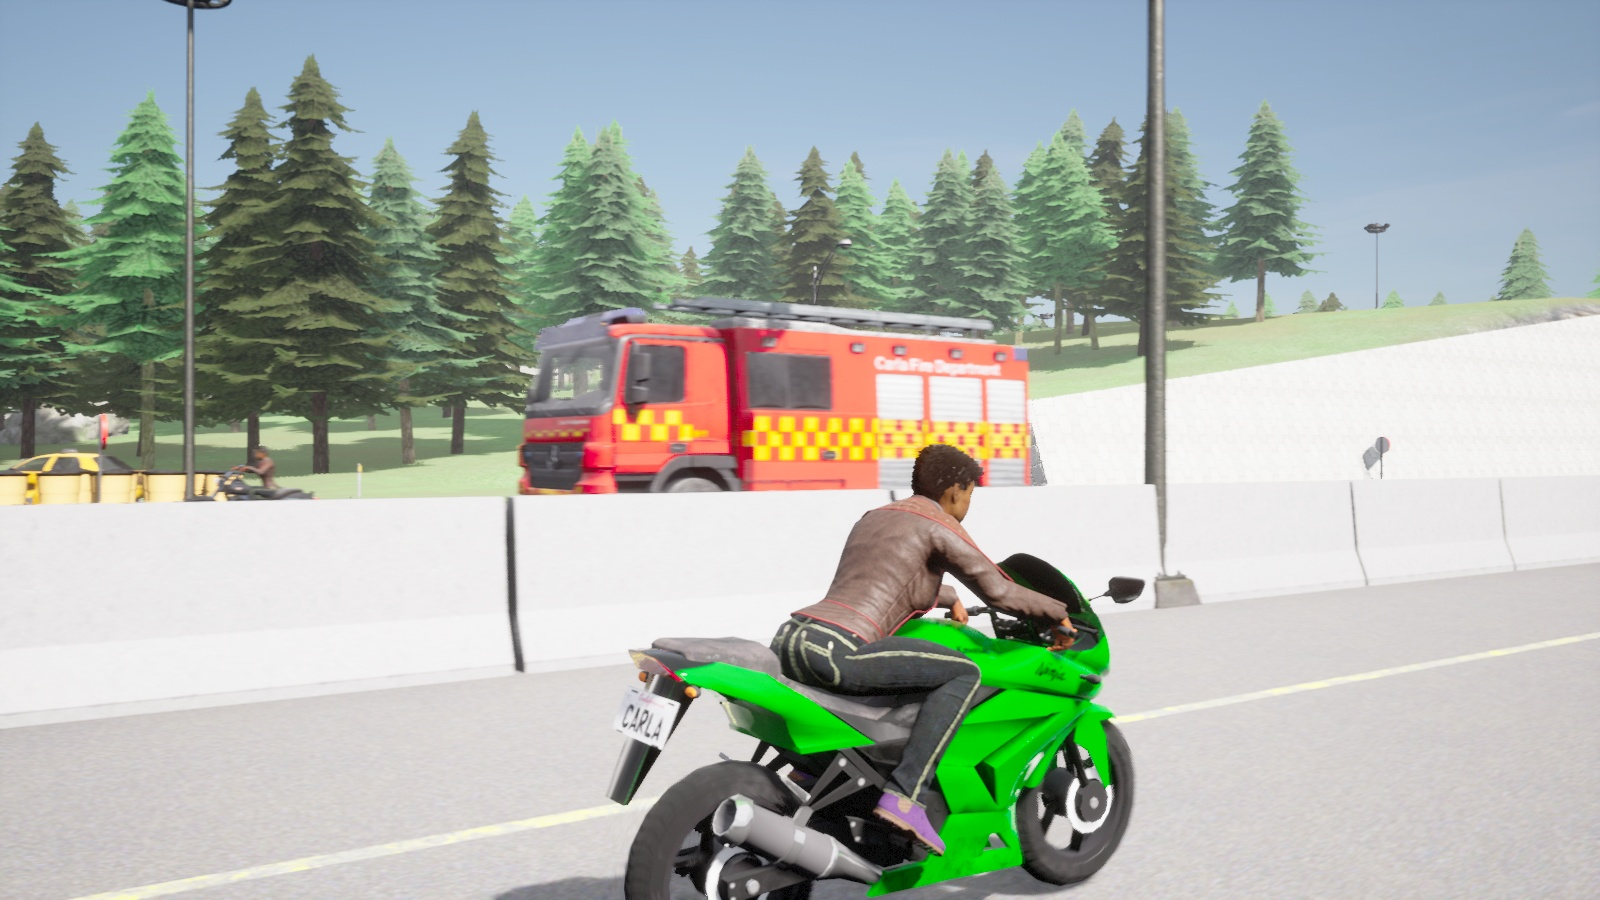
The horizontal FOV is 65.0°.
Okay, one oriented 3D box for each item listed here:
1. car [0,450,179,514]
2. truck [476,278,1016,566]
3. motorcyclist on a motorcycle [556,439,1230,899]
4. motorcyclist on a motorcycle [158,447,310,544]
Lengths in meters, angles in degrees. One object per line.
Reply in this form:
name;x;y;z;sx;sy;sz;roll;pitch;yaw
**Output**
car;-19.001;0.803;32.221;5.366;1.575;1.801;0;0;5
truck;-0.609;-0.369;20.297;8.468;3.827;2.891;0;0;-35
motorcyclist on a motorcycle;0.359;0.736;3.908;2.044;1.523;0.797;0;0;-35
motorcyclist on a motorcycle;-10.020;0.771;22.270;2.350;1.649;0.766;0;0;-35
